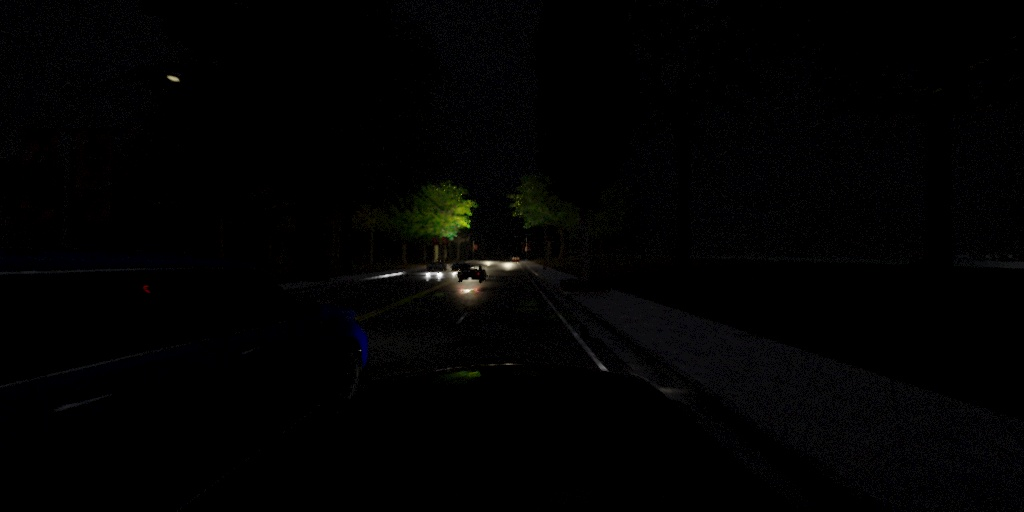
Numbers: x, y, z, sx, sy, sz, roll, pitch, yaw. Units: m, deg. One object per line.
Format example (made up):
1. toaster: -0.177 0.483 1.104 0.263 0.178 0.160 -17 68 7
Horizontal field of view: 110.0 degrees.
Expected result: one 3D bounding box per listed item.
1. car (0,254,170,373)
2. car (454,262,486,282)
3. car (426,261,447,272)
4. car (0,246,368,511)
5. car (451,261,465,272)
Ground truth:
1. car: -9.849 0.987 6.399 2.150 2.045 5.566 0 0 0
2. car: -3.143 1.386 28.932 1.895 1.301 4.718 0 0 0
3. car: -9.819 1.366 46.763 1.895 1.301 4.718 0 0 0
4. car: -3.150 0.975 2.831 2.150 2.045 5.566 0 0 0
5. car: -6.568 1.329 45.988 1.994 1.385 4.181 0 0 0
